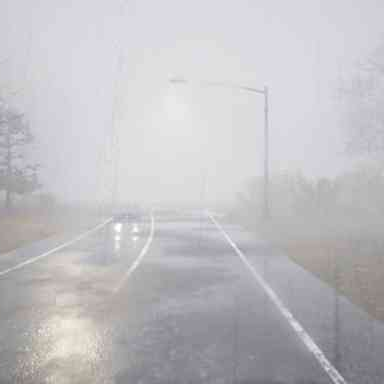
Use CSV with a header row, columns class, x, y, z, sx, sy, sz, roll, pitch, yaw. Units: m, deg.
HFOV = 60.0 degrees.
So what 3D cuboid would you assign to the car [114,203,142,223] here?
class,x,y,z,sx,sy,sz,roll,pitch,yaw
car,-4.860,1.550,25.676,1.994,1.385,4.181,0,0,-7
